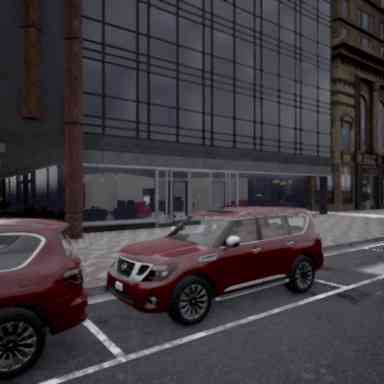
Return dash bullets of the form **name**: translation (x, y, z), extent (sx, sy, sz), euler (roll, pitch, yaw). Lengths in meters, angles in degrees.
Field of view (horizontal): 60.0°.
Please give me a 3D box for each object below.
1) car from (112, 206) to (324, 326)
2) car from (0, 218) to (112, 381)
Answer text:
- **car**: translation (0.791, 1.286, 7.203), extent (5.009, 1.841, 2.192), euler (0, 1, -35)
- **car**: translation (-3.801, 1.321, 3.935), extent (5.009, 1.841, 2.192), euler (0, 1, -35)
